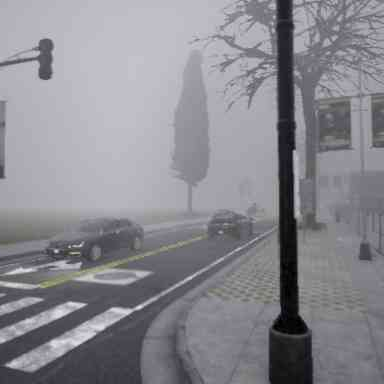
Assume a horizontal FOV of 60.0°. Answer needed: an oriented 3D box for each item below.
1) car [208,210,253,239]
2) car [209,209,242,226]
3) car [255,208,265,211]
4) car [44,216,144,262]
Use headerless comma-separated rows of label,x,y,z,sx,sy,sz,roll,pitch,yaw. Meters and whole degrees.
car,2.405,1.966,20.132,1.837,1.490,4.892,-1,-2,21
car,3.244,2.362,31.518,1.994,1.385,4.181,-1,-2,21
car,9.123,2.379,46.423,2.033,1.411,5.357,-1,-2,21
car,-3.743,1.804,13.554,1.837,1.490,4.892,-1,-1,21
